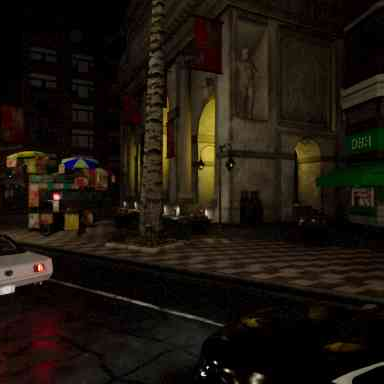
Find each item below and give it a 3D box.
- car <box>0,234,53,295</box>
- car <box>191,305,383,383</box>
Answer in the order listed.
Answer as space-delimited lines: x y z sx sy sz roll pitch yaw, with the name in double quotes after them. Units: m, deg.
-5.366 1.600 7.682 4.718 1.301 1.895 0 0 35 "car"
2.233 1.505 2.236 4.892 1.490 1.837 0 0 36 "car"
